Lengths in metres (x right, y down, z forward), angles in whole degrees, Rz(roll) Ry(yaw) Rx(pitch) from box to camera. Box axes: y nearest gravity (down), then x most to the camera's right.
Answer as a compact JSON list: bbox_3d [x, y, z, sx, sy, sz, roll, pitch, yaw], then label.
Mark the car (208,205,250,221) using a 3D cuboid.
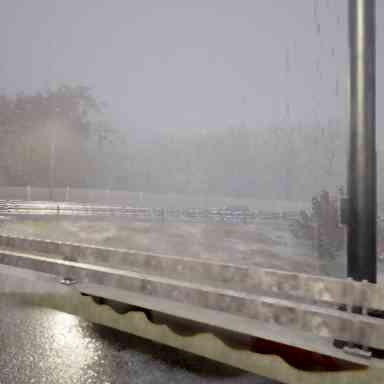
[{"bbox_3d":[4.870,2.681,43.160,5.566,2.045,2.150,4,-1,-24],"label":"car"}]
